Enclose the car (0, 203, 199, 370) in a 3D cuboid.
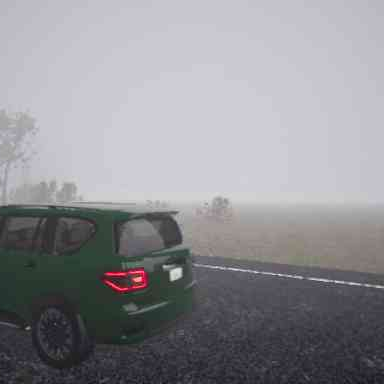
[{"bbox_3d":[-2.596,1.209,5.814,5.566,2.045,2.150,0,0,27],"label":"car"}]
